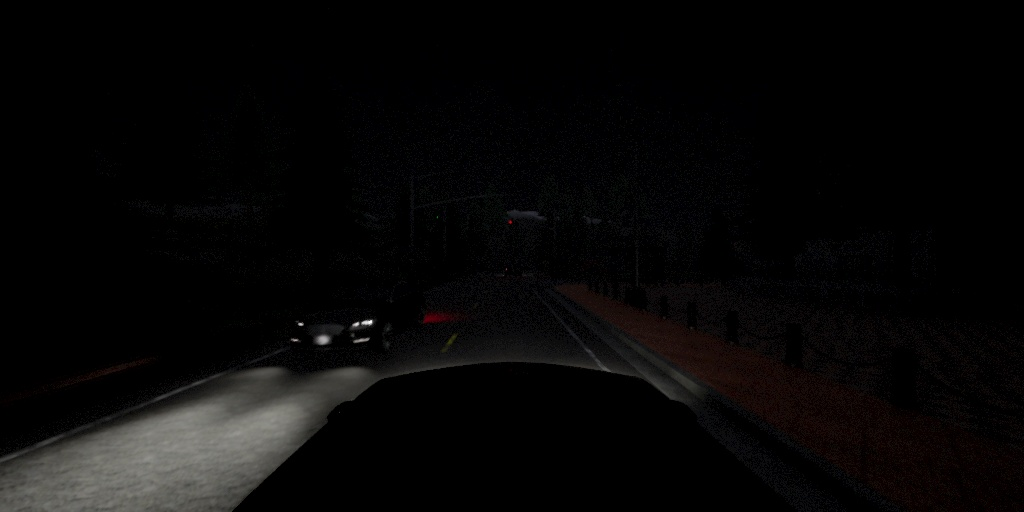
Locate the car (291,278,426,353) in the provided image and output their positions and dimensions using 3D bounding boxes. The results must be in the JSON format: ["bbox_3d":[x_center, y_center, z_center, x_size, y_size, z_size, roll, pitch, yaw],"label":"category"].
[{"bbox_3d":[-3.569,1.346,9.239,2.128,1.511,4.902,0,-1,0],"label":"car"}]

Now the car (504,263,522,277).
[{"bbox_3d":[0.131,1.715,44.763,2.097,1.767,4.553,0,-1,0],"label":"car"}]
